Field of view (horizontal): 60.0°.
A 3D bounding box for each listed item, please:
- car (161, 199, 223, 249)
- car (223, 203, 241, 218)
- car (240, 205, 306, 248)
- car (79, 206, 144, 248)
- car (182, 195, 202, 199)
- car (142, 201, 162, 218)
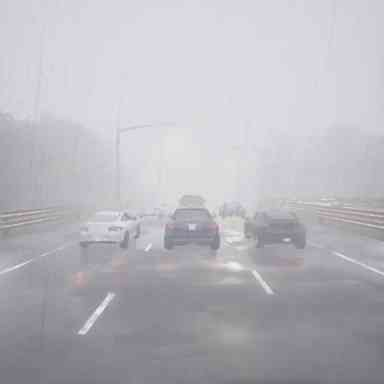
[{"bbox_3d":[0.000,1.366,14.620,2.097,1.767,4.553,0,0,0],"label":"car"},{"bbox_3d":[3.500,1.613,29.680,1.895,1.301,4.718,0,0,0],"label":"car"},{"bbox_3d":[3.500,1.517,14.650,1.837,1.490,4.892,0,0,0],"label":"car"},{"bbox_3d":[-3.500,1.533,14.650,1.812,1.442,4.674,0,0,0],"label":"car"},{"bbox_3d":[0.000,1.253,29.680,2.150,2.045,5.566,0,0,0],"label":"car"},{"bbox_3d":[-3.500,1.529,29.650,1.812,1.442,4.674,0,0,0],"label":"car"}]
